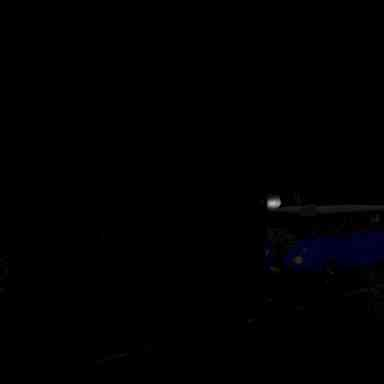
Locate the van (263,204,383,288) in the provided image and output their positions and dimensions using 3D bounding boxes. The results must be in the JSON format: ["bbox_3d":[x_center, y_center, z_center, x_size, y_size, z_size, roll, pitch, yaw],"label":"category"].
[{"bbox_3d":[3.676,1.226,8.572,3.998,1.788,1.690,0,1,-31],"label":"van"}]
